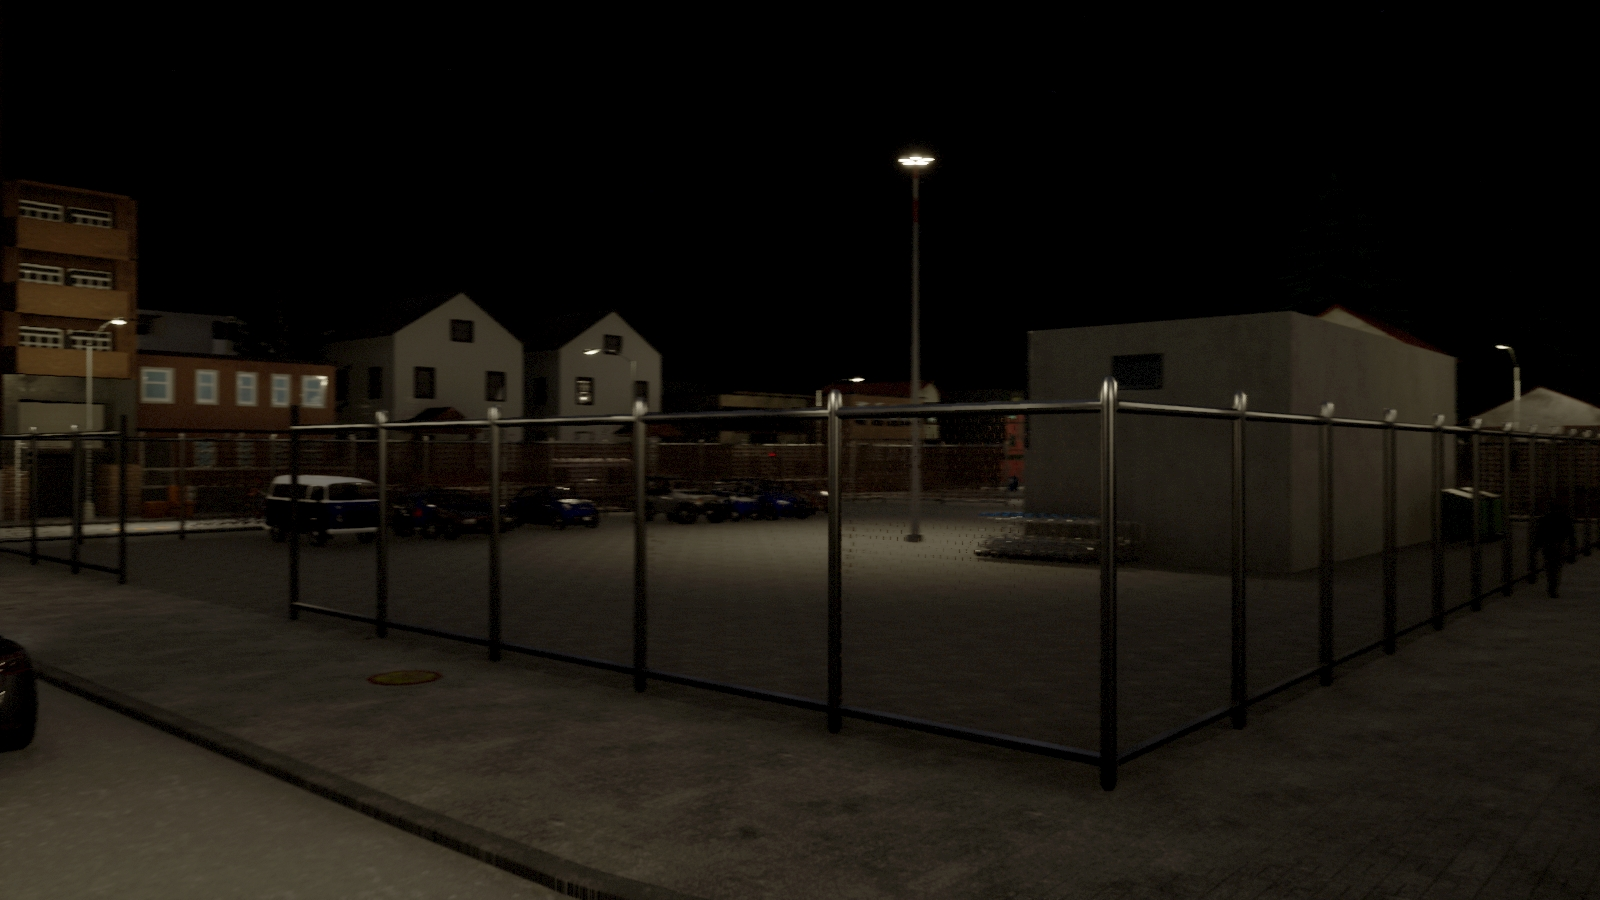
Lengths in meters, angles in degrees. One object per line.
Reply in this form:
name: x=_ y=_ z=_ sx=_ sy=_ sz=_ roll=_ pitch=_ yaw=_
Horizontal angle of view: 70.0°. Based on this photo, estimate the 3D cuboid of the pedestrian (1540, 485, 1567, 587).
pedestrian: x=14.034 y=1.598 z=21.275 sx=0.375 sy=1.860 sz=0.375 roll=0 pitch=0 yaw=41

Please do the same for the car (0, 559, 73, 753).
car: x=-9.020 y=1.858 z=11.003 sx=4.792 sy=1.488 sz=2.163 roll=0 pitch=0 yaw=42
